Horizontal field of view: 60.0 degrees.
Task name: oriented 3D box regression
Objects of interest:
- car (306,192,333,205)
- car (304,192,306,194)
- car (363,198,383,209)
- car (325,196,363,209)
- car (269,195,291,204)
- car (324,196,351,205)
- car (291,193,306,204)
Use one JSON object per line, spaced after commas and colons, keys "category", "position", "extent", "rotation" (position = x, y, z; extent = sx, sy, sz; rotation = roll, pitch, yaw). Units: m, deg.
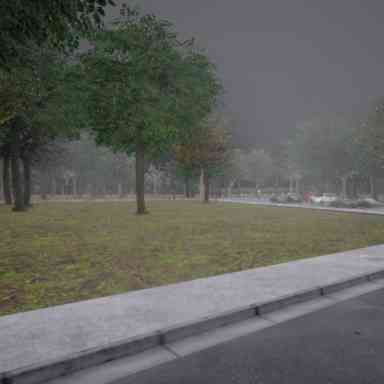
{"category": "car", "position": [24.008, 1.271, 61.457], "extent": [2.150, 2.045, 5.566], "rotation": [0, 0, -11]}
{"category": "car", "position": [21.794, 1.404, 71.510], "extent": [2.128, 1.511, 4.902], "rotation": [0, 0, -12]}
{"category": "car", "position": [23.927, 1.552, 45.669], "extent": [1.812, 1.442, 4.674], "rotation": [0, 0, -12]}
{"category": "car", "position": [20.642, 1.580, 45.488], "extent": [1.994, 1.385, 4.181], "rotation": [0, 0, -12]}
{"category": "car", "position": [16.652, 1.574, 64.501], "extent": [1.837, 1.490, 4.892], "rotation": [0, 0, -12]}
{"category": "car", "position": [27.145, 1.553, 62.310], "extent": [2.128, 1.511, 4.902], "rotation": [0, 0, -12]}
{"category": "car", "position": [19.833, 1.531, 65.166], "extent": [1.882, 1.535, 5.008], "rotation": [0, 0, -12]}
